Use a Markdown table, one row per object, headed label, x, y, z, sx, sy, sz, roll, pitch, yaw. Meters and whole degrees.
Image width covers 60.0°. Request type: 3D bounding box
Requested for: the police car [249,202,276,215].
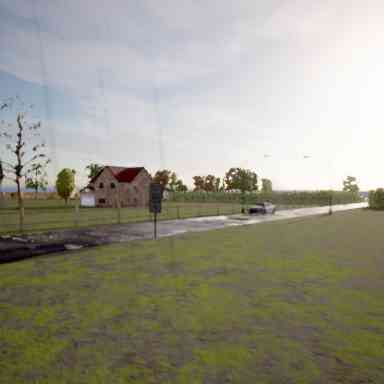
| label | x | y | z | sx | sy | sz | roll | pitch | yaw |
| --- | --- | --- | --- | --- | --- | --- | --- | --- | --- |
| police car | 8.741 | 2.034 | 41.356 | 2.038 | 1.542 | 4.974 | 1 | 0 | 35 |
